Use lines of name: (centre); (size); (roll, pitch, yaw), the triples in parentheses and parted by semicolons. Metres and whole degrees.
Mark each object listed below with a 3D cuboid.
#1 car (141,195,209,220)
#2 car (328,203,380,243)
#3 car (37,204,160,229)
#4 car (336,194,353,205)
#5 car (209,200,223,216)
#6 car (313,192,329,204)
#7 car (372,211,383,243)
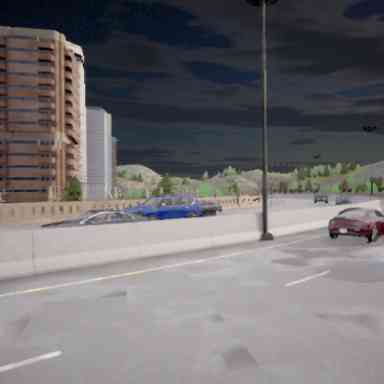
car: (-1.806, 1.216, 20.914); (5.566, 2.045, 2.150); (-1, 0, -43)
car: (8.009, 1.438, 15.588); (4.674, 1.442, 1.812); (-1, 0, -44)
car: (-4.120, 1.514, 14.327); (4.902, 1.511, 2.128); (-1, 0, -40)
car: (22.124, 1.099, 48.284); (2.097, 1.767, 4.553); (0, 0, 25)
car: (0.682, 1.469, 28.414); (1.837, 1.490, 4.892); (0, 0, 42)
car: (21.951, 1.015, 56.658); (2.150, 2.045, 5.566); (0, 0, 20)
car: (7.878, 1.411, 10.641); (4.902, 1.511, 2.128); (-1, 0, -43)
